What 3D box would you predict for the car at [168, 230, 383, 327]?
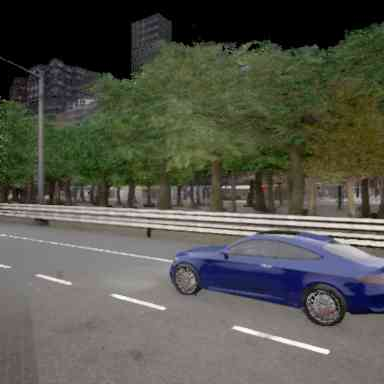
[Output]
[{"bbox_3d":[1.646,1.535,6.994,4.674,1.442,1.812,0,0,36],"label":"car"}]
